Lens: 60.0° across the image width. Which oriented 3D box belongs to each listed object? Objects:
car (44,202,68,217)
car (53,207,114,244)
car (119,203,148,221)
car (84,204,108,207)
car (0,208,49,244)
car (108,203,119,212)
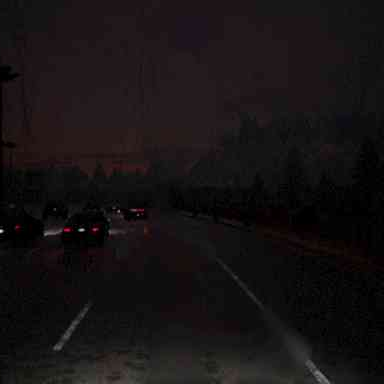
[{"bbox_3d":[-13.523,1.725,33.044,2.097,1.767,4.553,0,-1,-20],"label":"car"},{"bbox_3d":[-5.250,1.721,16.794,2.033,1.411,5.357,0,-1,-11],"label":"car"},{"bbox_3d":[-5.233,1.797,30.495,2.128,1.511,4.902,0,-1,-16],"label":"car"},{"bbox_3d":[-10.657,1.932,35.531,2.033,1.411,5.357,0,-1,-21],"label":"car"},{"bbox_3d":[-8.909,1.749,16.833,1.994,1.385,4.181,0,-1,-11],"label":"car"},{"bbox_3d":[-9.742,2.045,42.192,1.895,1.301,4.718,0,-1,-24],"label":"car"}]
